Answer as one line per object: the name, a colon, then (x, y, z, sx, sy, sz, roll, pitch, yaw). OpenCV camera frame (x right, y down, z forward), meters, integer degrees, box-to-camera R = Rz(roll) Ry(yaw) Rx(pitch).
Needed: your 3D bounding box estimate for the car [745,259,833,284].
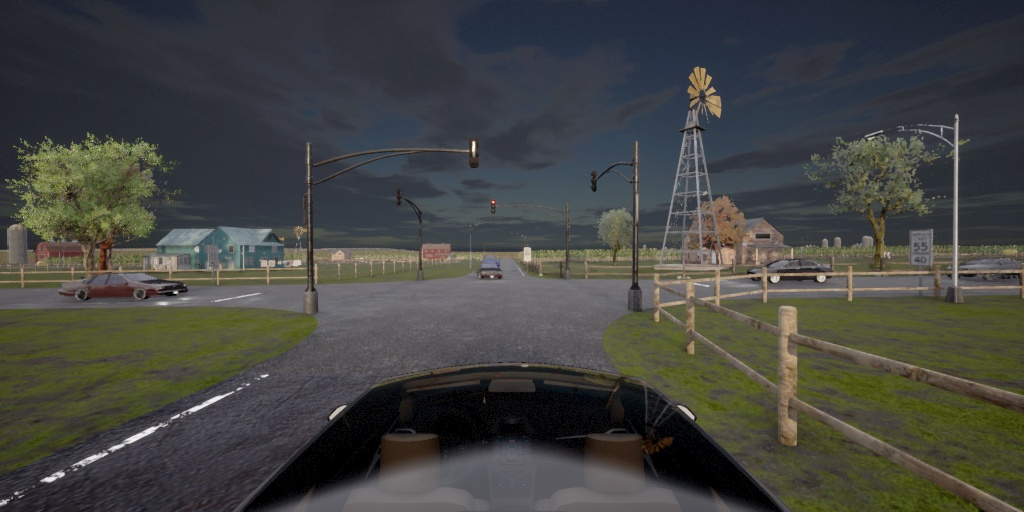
car: (17.688, 0.957, 23.014, 4.892, 1.490, 1.837, -1, 1, 0)

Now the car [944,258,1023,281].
car: (30.747, 0.843, 23.071, 4.181, 1.385, 1.994, -1, 1, 0)

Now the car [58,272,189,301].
car: (-20.634, 1.586, 19.140, 5.357, 1.411, 2.033, -1, 1, 0)

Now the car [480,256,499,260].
car: (-3.094, 0.966, 49.476, 2.150, 2.045, 5.566, 0, 0, 0)

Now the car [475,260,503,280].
car: (-2.132, 1.291, 31.404, 2.033, 1.411, 5.357, 0, 0, -12)
